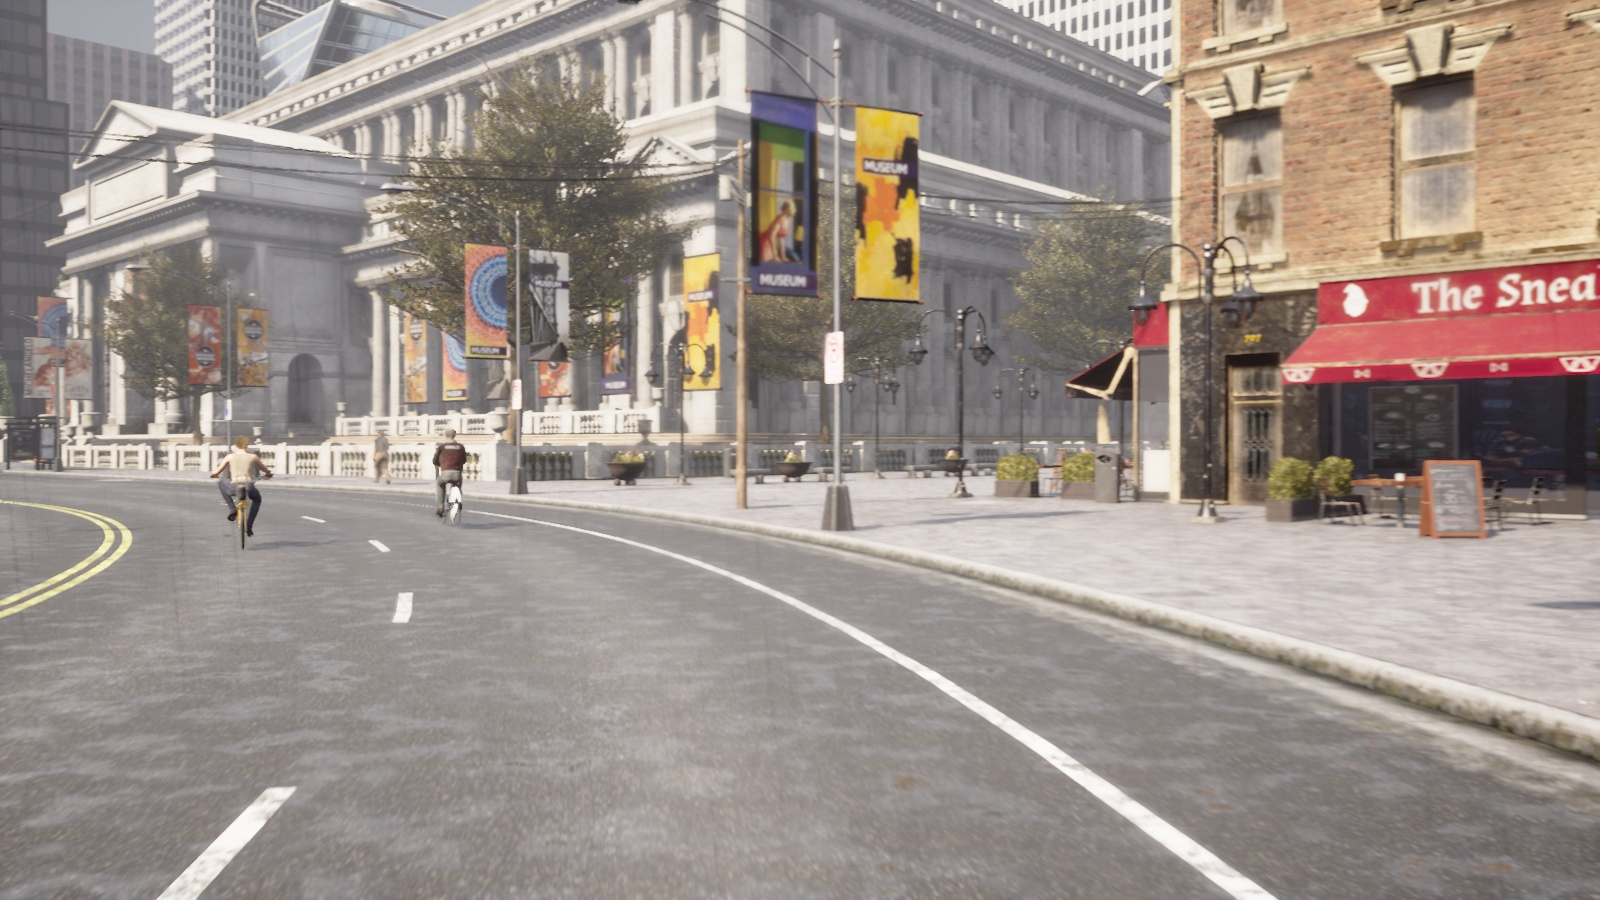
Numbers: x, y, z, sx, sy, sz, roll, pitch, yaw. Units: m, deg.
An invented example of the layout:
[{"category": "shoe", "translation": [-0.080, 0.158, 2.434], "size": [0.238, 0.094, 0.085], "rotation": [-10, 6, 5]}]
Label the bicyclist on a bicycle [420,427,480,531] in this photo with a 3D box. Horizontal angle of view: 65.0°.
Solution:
[{"category": "bicyclist on a bicycle", "translation": [-6.264, 0.493, 22.408], "size": [0.659, 1.776, 1.843], "rotation": [0, 1, -28]}]

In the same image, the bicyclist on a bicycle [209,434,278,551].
[{"category": "bicyclist on a bicycle", "translation": [-8.085, 0.583, 18.231], "size": [0.866, 1.612, 1.509], "rotation": [-1, 0, -24]}]

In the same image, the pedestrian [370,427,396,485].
[{"category": "pedestrian", "translation": [-13.492, 0.179, 40.610], "size": [0.540, 1.848, 0.694], "rotation": [0, 0, -44]}]
